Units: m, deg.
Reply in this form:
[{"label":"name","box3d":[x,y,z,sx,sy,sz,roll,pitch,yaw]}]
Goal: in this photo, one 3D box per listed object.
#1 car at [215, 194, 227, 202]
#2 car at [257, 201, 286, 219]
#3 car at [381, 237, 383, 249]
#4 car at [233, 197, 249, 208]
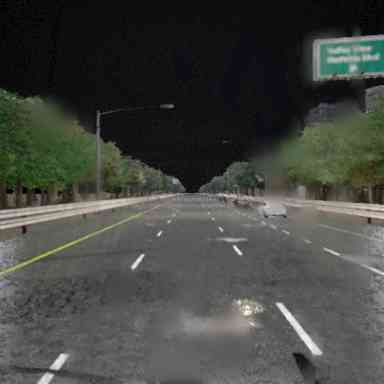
[{"label":"car","box3d":[7.036,1.521,77.819,1.837,1.490,4.892,0,0,0]},{"label":"car","box3d":[7.008,1.535,29.432,1.812,1.442,4.674,0,0,0]},{"label":"car","box3d":[7.000,1.603,8.547,1.895,1.301,4.718,0,0,0]},{"label":"car","box3d":[7.016,1.495,47.705,2.128,1.511,4.902,0,0,0]}]
